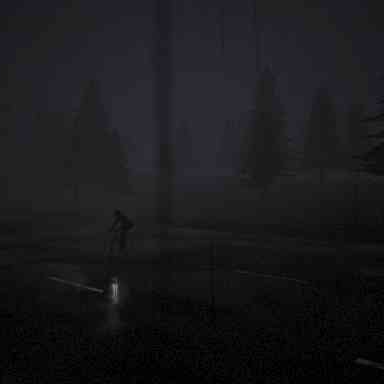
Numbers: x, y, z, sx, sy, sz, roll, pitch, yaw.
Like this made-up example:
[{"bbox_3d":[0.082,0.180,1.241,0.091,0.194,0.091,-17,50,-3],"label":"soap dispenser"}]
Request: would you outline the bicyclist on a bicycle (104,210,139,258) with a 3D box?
[{"bbox_3d":[-2.482,1.455,11.759,0.582,1.620,1.656,0,2,36],"label":"bicyclist on a bicycle"}]
